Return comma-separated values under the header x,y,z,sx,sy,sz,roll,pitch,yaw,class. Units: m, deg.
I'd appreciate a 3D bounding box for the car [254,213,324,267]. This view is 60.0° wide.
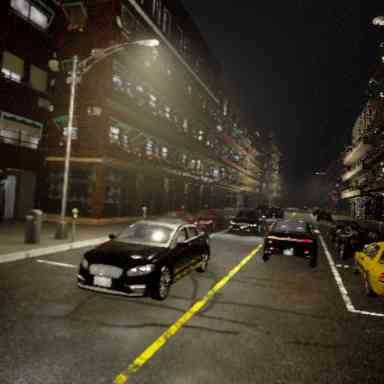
x,y,z,sx,sy,sz,roll,pitch,yaw,class
3.987,1.863,13.292,2.128,1.511,4.902,4,-1,19,car

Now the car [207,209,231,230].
x,y,z,sx,sy,sz,roll,pitch,yaw,class
1.096,1.839,22.518,1.802,1.307,4.206,4,0,19,car

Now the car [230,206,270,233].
x,y,z,sx,sy,sz,roll,pitch,yaw,class
3.844,1.942,22.410,1.837,1.490,4.892,4,0,19,car

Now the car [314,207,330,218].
x,y,z,sx,sy,sz,roll,pitch,yaw,class
16.448,2.967,41.361,1.752,1.417,4.829,4,0,19,car

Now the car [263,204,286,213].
x,y,z,sx,sy,sz,roll,pitch,yaw,class
10.375,2.606,41.184,2.033,1.411,5.357,4,-1,19,car

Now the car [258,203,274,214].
x,y,z,sx,sy,sz,roll,pitch,yaw,class
12.160,2.721,54.637,1.967,1.590,4.097,4,0,19,car

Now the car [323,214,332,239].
x,y,z,sx,sy,sz,roll,pitch,yaw,class
9.094,2.328,19.761,1.947,1.339,4.313,4,0,19,car

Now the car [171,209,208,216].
x,y,z,sx,sy,sz,roll,pitch,yaw,class
-0.797,1.668,17.182,1.802,1.307,4.206,4,0,19,car

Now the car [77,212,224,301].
x,y,z,sx,sy,sz,roll,pitch,yaw,class
-0.887,1.500,8.612,2.128,1.511,4.902,4,0,19,car

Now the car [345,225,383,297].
x,y,z,sx,sy,sz,roll,pitch,yaw,class
5.560,1.964,9.181,1.752,1.417,4.829,4,0,19,car

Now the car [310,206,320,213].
x,y,z,sx,sy,sz,roll,pitch,yaw,class
31.069,4.390,84.049,2.008,1.369,4.403,4,-1,19,car

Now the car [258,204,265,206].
x,y,z,sx,sy,sz,roll,pitch,yaw,class
10.317,2.674,49.282,1.947,1.339,4.313,4,0,19,car

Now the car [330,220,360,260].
x,y,z,sx,sy,sz,roll,pitch,yaw,class
7.318,2.165,14.385,1.947,1.339,4.313,4,0,19,car

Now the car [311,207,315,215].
x,y,z,sx,sy,sz,roll,pitch,yaw,class
21.904,3.395,57.269,1.967,1.590,4.097,4,0,19,car
